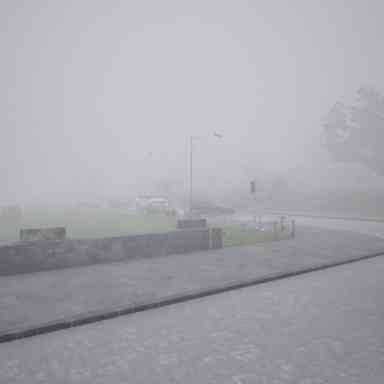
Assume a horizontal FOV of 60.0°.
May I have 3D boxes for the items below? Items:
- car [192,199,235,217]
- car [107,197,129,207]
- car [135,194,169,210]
[{"bbox_3d":[1.974,1.477,31.474,1.882,1.535,5.008,0,0,-36],"label":"car"},{"bbox_3d":[-11.122,1.478,49.896,1.882,1.535,5.008,0,0,-35],"label":"car"},{"bbox_3d":[-5.079,1.221,41.366,2.150,2.045,5.566,0,0,-36],"label":"car"}]
